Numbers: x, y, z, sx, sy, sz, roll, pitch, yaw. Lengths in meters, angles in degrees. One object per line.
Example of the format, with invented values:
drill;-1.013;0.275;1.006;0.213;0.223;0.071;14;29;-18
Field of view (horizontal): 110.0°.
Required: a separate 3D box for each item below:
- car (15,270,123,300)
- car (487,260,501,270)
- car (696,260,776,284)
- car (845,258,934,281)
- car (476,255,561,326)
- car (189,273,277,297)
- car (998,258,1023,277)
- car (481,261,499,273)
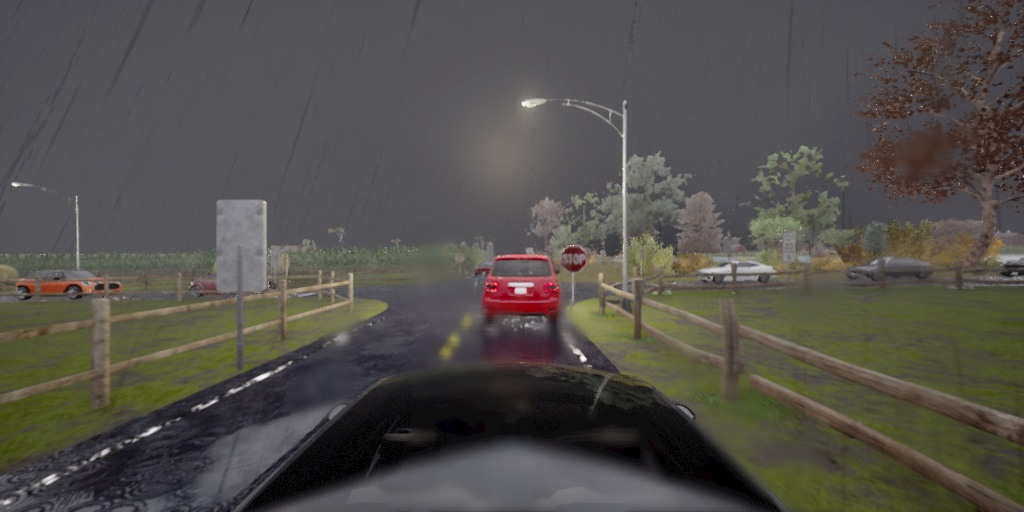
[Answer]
car;-26.126;1.587;21.281;4.553;1.767;2.097;-1;0;1
car;-2.822;1.412;57.478;1.994;1.385;4.181;0;0;0
car;14.559;1.015;23.449;4.674;1.442;1.812;-1;0;1
car;24.427;0.842;23.258;4.674;1.442;1.812;-1;0;1
car;0.417;0.981;11.870;2.150;2.045;5.566;0;0;4
car;-16.337;1.616;21.088;4.181;1.385;1.994;-1;0;0
car;34.598;0.494;23.056;4.553;1.767;2.097;-1;0;1
car;-2.831;1.371;47.514;2.033;1.411;5.357;0;0;0
